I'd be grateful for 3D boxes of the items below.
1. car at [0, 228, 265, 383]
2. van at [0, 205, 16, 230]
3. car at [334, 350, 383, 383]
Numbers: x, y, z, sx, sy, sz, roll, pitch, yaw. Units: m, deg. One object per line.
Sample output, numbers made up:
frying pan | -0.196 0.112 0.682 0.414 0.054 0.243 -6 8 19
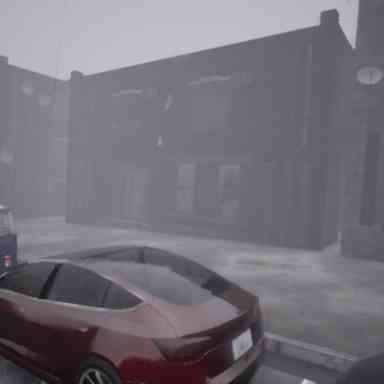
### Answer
car | -1.422 1.486 4.546 4.792 1.488 2.163 0 0 36
van | -5.989 1.193 7.804 4.442 1.987 1.878 0 0 36
car | 3.062 1.533 1.367 4.674 1.452 2.002 0 -1 35
